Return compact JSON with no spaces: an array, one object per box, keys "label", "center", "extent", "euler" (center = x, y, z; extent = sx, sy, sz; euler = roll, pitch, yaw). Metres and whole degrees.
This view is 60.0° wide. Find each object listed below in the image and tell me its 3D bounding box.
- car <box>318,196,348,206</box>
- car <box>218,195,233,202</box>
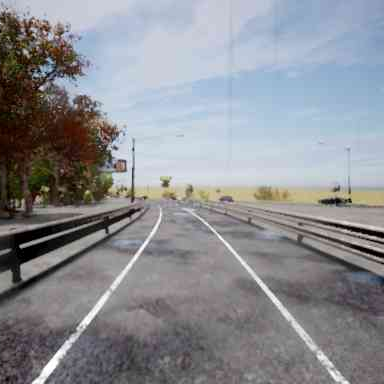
[{"label":"car","center":[22.524,1.433,53.291],"extent":[2.128,1.511,4.902],"euler":[0,0,-25]},{"label":"car","center":[8.323,1.626,83.077],"extent":[2.097,1.767,4.553],"euler":[0,0,-25]}]
